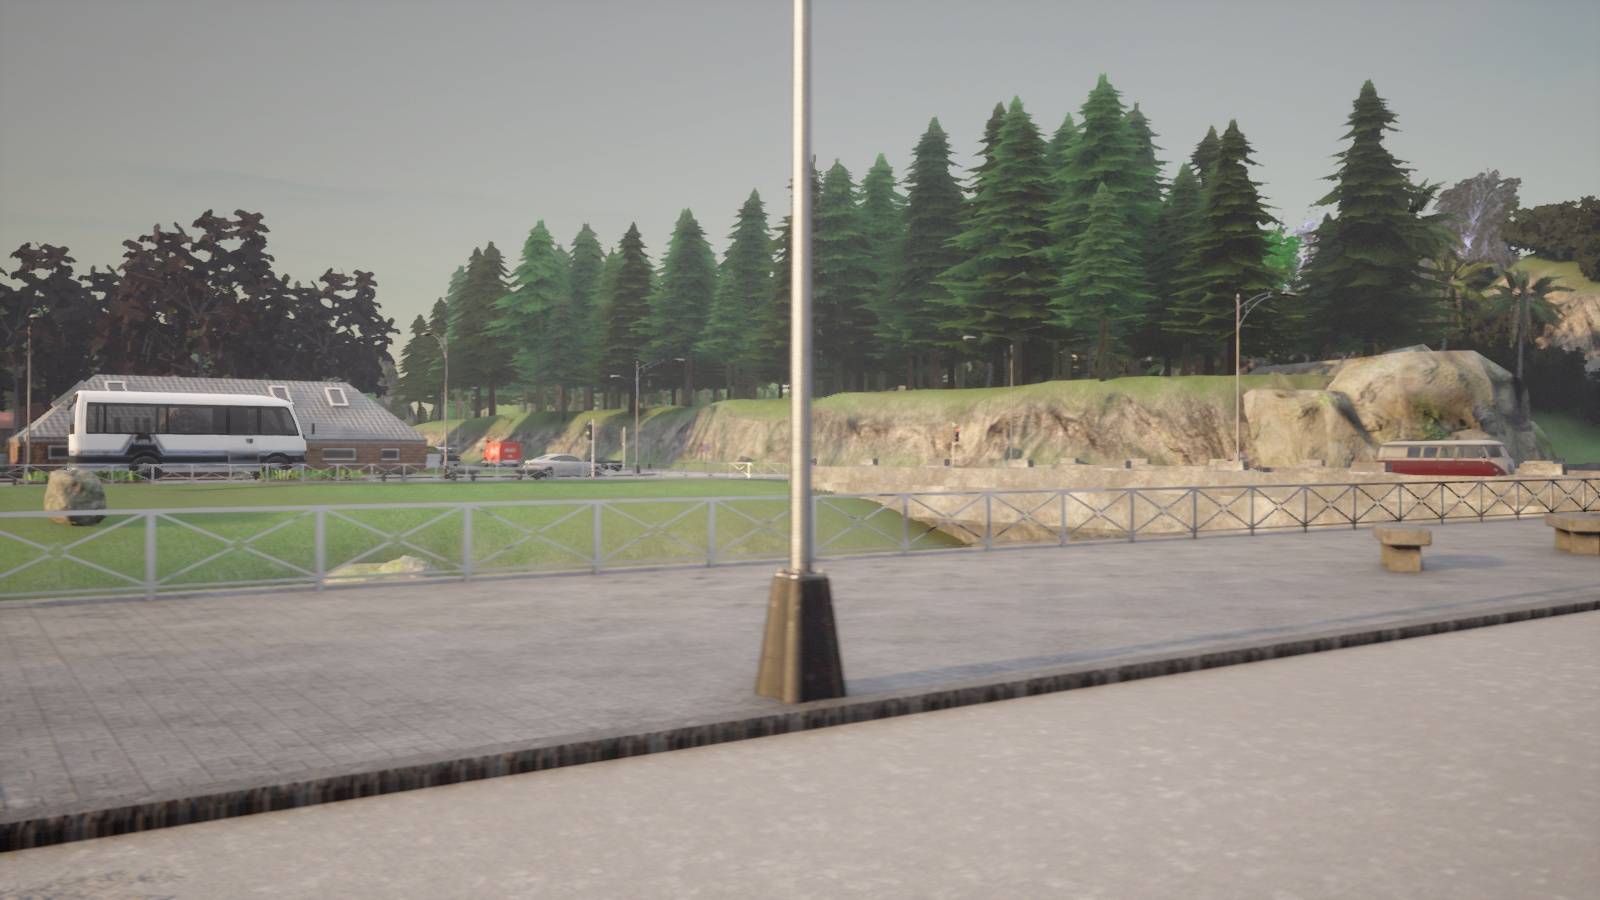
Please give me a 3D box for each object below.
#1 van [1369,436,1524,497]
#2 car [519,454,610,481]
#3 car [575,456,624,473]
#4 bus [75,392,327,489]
[{"bbox_3d":[22.208,0.557,43.300,1.775,1.987,4.442,0,0,-35],"label":"van"},{"bbox_3d":[-13.138,0.971,70.236,4.674,1.442,1.812,0,0,-35],"label":"car"},{"bbox_3d":[-15.608,1.118,97.672,1.895,1.301,4.718,0,0,-35],"label":"car"},{"bbox_3d":[-28.337,-0.425,59.667,10.273,4.253,3.944,0,0,-35],"label":"bus"}]
